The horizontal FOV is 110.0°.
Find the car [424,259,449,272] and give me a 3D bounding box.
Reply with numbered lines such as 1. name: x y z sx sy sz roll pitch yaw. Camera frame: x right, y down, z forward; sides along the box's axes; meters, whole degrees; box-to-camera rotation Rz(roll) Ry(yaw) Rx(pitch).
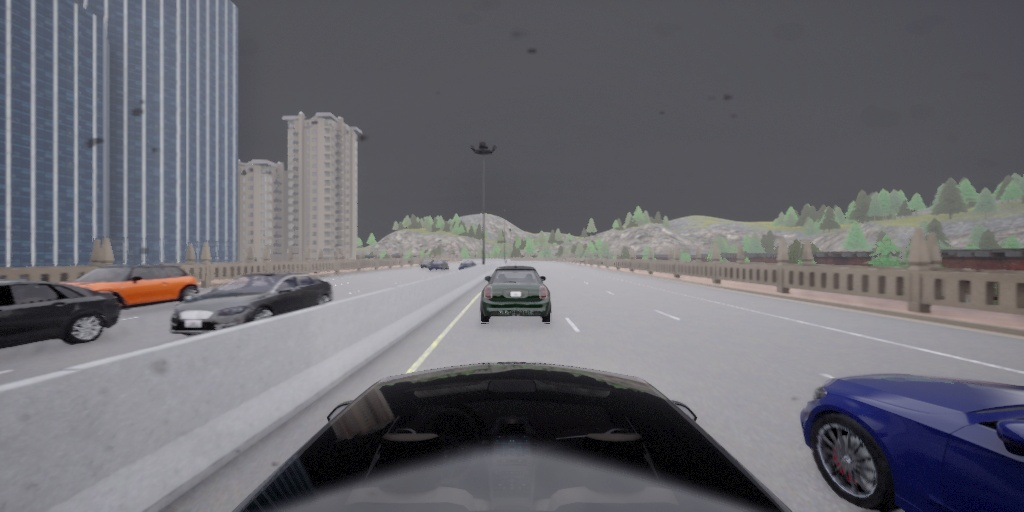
1. car: -9.712 1.299 47.938 2.033 1.411 5.357 0 0 2

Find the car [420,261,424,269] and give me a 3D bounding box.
1. car: -12.948 1.256 55.972 1.837 1.490 4.892 0 0 2

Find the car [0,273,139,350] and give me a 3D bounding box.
1. car: -10.588 1.256 6.780 1.837 1.490 4.892 0 0 0

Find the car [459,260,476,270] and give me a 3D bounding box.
1. car: -6.140 1.299 50.229 2.033 1.411 5.357 0 0 2

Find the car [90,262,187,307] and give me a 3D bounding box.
1. car: -14.061 1.103 12.955 2.097 1.767 4.553 0 0 0

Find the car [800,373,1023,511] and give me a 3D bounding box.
1. car: 3.599 1.276 1.367 1.812 1.442 4.674 0 0 0

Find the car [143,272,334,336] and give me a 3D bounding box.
1. car: -7.077 1.242 10.426 2.128 1.511 4.902 0 0 0

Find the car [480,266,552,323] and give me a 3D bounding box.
1. car: 0.122 1.102 12.315 2.097 1.767 4.553 0 0 0
